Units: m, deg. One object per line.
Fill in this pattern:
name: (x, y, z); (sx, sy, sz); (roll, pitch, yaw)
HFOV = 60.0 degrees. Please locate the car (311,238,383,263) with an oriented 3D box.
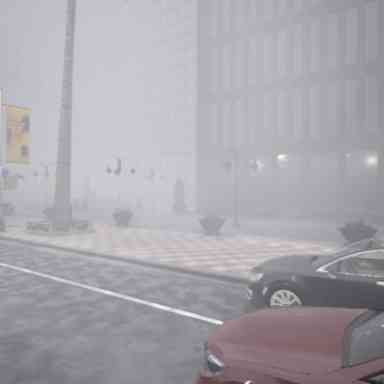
car: (3.263, 1.480, 5.332); (4.892, 1.521, 2.231); (0, 0, 36)

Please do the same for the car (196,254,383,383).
car: (2.218, 1.529, 2.409); (4.674, 1.442, 1.812); (0, 0, 35)
